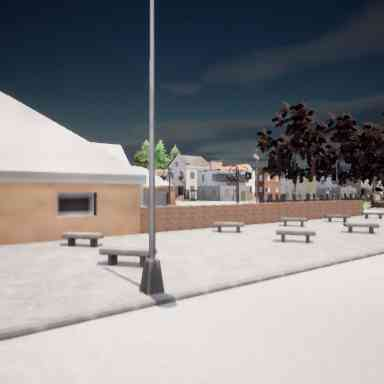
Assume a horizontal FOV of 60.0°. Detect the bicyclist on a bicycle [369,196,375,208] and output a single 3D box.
[{"bbox_3d":[23.411,1.324,43.210,1.656,1.620,0.582,0,0,-36],"label":"bicyclist on a bicycle"}]
